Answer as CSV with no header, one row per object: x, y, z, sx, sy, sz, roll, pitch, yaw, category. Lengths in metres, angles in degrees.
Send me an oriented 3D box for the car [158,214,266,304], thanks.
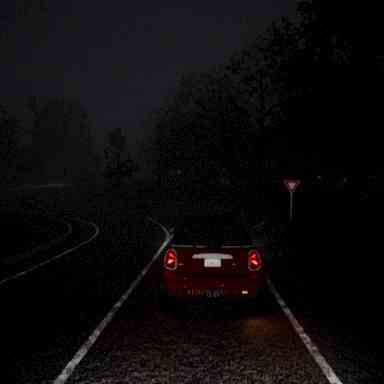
0.461,1.322,8.317,2.097,1.767,4.553,0,1,2,car

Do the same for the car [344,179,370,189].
20.487,-1.266,41.567,2.128,1.511,4.902,1,5,7,car

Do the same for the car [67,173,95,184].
-17.020,-2.085,50.869,2.128,1.511,4.902,3,6,28,car

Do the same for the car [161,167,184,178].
-3.886,-4.092,68.322,5.566,2.045,2.150,4,7,39,car
